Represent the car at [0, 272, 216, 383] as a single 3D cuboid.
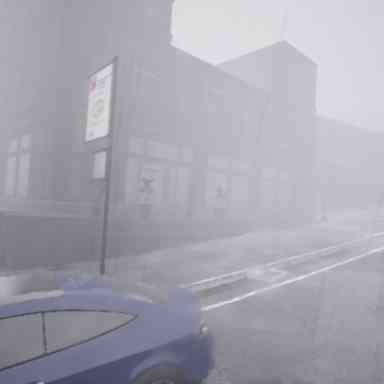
[{"bbox_3d":[-1.881,1.549,2.850,4.674,1.442,1.812,-1,0,-36],"label":"car"}]
